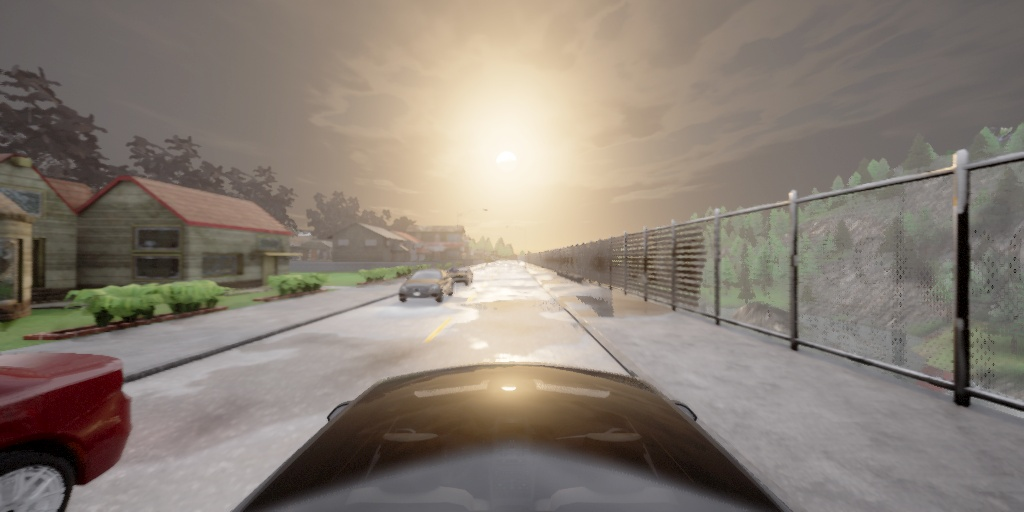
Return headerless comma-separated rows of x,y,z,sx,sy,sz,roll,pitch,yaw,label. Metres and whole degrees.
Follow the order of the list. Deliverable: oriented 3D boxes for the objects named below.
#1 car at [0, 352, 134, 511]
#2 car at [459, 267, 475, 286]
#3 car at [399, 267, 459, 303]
-4.106,1.208,0.835,1.882,1.535,5.008,0,0,0,car
-3.968,1.475,26.695,1.895,1.301,4.718,0,0,0,car
-3.971,1.352,17.321,1.812,1.442,4.674,0,0,0,car
